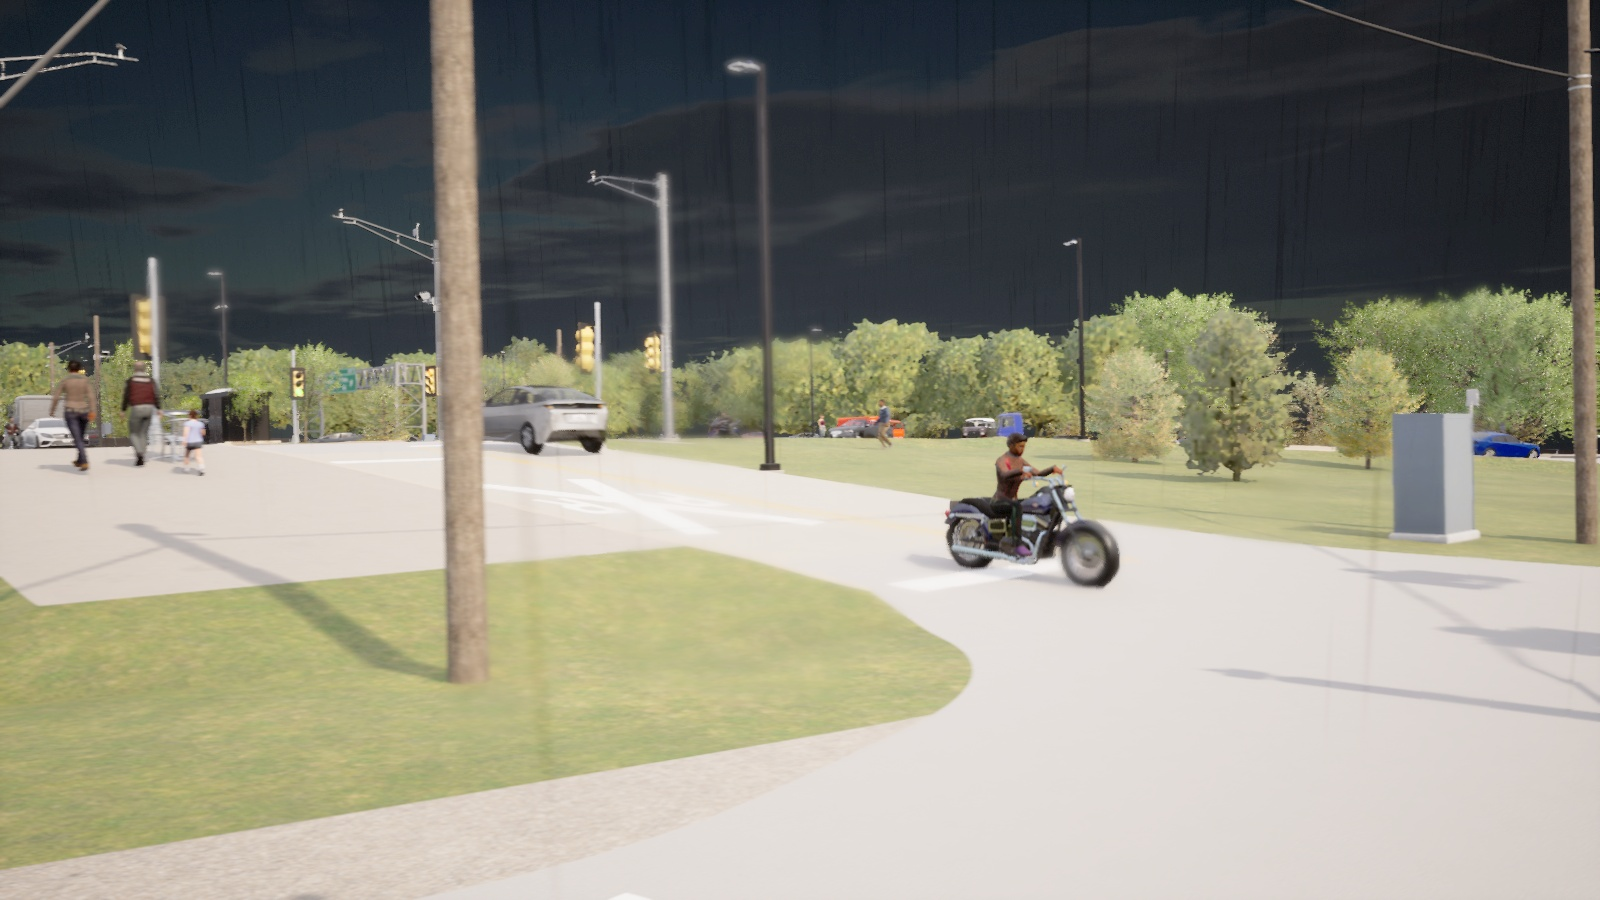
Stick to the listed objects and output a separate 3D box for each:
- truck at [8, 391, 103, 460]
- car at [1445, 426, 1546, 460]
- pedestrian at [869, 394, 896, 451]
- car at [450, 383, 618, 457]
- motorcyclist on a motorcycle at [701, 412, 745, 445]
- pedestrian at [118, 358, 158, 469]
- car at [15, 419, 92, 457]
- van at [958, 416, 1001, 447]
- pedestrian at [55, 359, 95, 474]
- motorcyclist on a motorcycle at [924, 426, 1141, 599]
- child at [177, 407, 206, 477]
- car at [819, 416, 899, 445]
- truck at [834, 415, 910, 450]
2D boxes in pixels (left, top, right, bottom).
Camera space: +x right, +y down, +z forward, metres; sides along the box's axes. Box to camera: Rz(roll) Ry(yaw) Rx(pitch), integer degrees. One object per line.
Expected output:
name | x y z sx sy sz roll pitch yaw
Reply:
truck | -40.616 -1.267 68.418 2.891 3.462 7.936 -2 1 -42
car | 38.828 -0.393 70.091 5.008 1.535 1.882 2 6 -18
pedestrian | 2.847 -0.943 43.393 0.788 1.949 0.423 -2 1 -29
car | -6.341 -0.771 29.571 2.007 1.525 4.514 -2 4 -39
motorcyclist on a motorcycle | -3.766 -1.049 61.690 0.866 1.530 2.191 -1 -1 42
pedestrian | -11.233 -0.605 21.299 0.376 1.854 0.720 -2 1 -42
car | -30.671 -0.470 51.536 1.812 1.442 4.674 -2 1 -41
van | 12.777 -1.313 89.247 2.069 2.038 4.480 -2 -1 20
pedestrian | -11.643 -0.530 20.154 0.328 1.805 0.869 -2 1 -42
motorcyclist on a motorcycle | 2.504 0.616 13.853 0.766 1.649 2.350 -2 4 -41
child | -9.835 -0.127 20.300 0.394 1.110 0.255 -1 1 43
car | 3.423 -1.082 72.095 2.128 1.511 4.902 -1 -1 38
truck | 5.402 -1.305 94.789 5.204 2.467 2.627 -1 1 44
